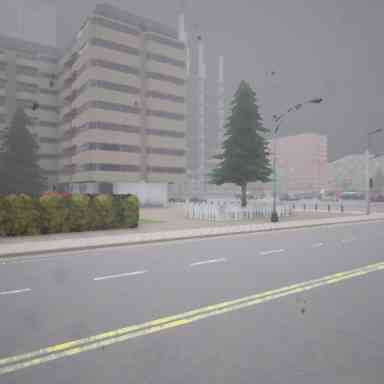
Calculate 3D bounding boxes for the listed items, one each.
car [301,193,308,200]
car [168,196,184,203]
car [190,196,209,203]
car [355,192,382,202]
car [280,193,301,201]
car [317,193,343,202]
[{"bbox_3d":[28.638,1.361,90.588,1.784,1.438,3.905,0,0,-36],"label":"car"},{"bbox_3d":[-3.431,1.597,68.509,1.994,1.385,4.181,0,0,-36],"label":"car"},{"bbox_3d":[1.425,1.494,67.724,1.837,1.490,4.892,0,0,-35],"label":"car"},{"bbox_3d":[44.053,1.151,83.138,1.932,1.855,4.605,0,0,-36],"label":"car"},{"bbox_3d":[26.279,1.393,88.910,1.970,1.475,3.806,0,0,-36],"label":"car"},{"bbox_3d":[30.342,1.393,73.262,1.970,1.475,3.806,0,0,-36],"label":"car"}]
